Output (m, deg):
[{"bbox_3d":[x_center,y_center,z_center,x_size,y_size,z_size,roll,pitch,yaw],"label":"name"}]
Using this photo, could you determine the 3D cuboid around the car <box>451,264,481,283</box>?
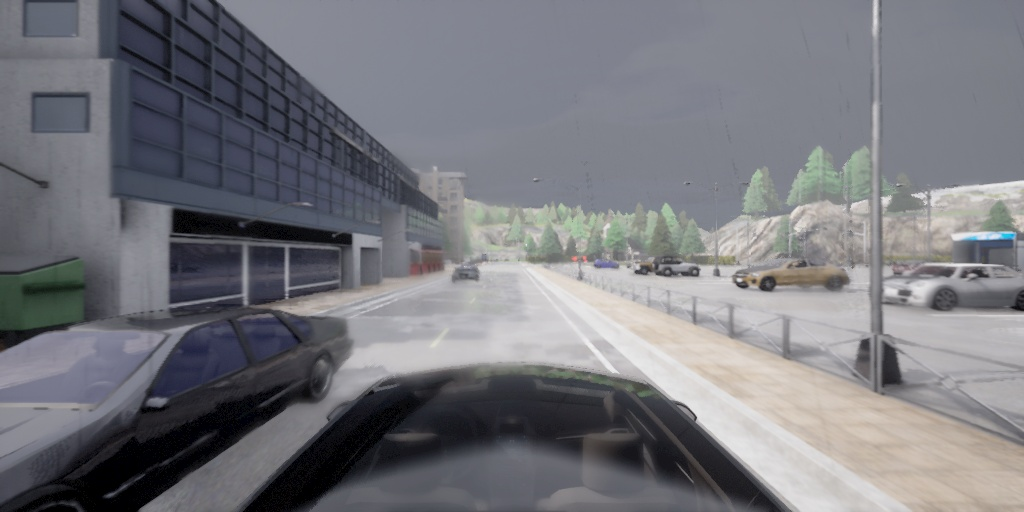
[{"bbox_3d":[-3.519,1.333,28.260,1.994,1.385,4.181,0,0,0],"label":"car"}]

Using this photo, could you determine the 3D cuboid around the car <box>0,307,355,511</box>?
[{"bbox_3d":[-3.501,1.291,3.598,2.033,1.411,5.357,0,0,0],"label":"car"}]
